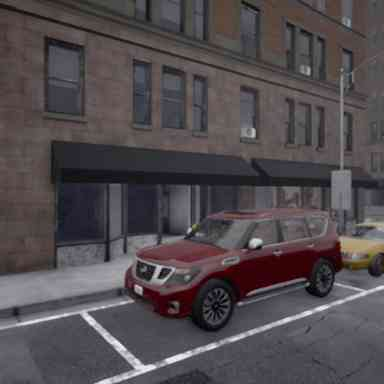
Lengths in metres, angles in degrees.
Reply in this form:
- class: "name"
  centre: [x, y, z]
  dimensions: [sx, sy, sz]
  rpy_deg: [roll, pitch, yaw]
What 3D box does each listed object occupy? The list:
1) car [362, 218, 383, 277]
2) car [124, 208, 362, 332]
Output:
- class: "car"
  centre: [5.637, 1.522, 10.220]
  dimensions: [4.829, 1.417, 1.752]
  rpy_deg: [0, 0, -35]
- class: "car"
  centre: [1.153, 1.313, 7.022]
  dimensions: [5.009, 1.841, 2.192]
  rpy_deg: [0, 0, -35]
